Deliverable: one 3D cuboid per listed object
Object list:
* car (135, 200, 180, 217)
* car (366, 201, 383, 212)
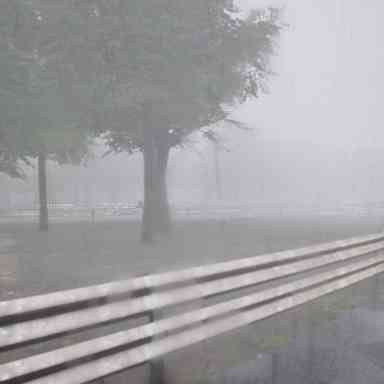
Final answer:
[{"bbox_3d":[-4.247,2.013,41.435,5.566,2.045,2.150,-1,0,-3],"label":"car"},{"bbox_3d":[24.834,1.804,42.870,4.181,1.385,1.994,-1,0,-3],"label":"car"}]
